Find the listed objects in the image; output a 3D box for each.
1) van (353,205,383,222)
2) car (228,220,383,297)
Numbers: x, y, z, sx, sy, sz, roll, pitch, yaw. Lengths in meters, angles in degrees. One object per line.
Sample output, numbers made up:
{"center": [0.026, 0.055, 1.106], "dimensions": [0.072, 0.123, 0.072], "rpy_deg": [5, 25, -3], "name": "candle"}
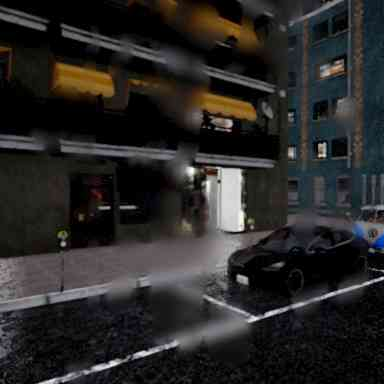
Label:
{"center": [7.395, 1.334, 11.826], "dimensions": [3.998, 1.788, 1.690], "rpy_deg": [0, 1, -36], "name": "van"}
{"center": [2.897, 1.561, 8.619], "dimensions": [4.313, 1.339, 1.947], "rpy_deg": [0, 1, -36], "name": "car"}
